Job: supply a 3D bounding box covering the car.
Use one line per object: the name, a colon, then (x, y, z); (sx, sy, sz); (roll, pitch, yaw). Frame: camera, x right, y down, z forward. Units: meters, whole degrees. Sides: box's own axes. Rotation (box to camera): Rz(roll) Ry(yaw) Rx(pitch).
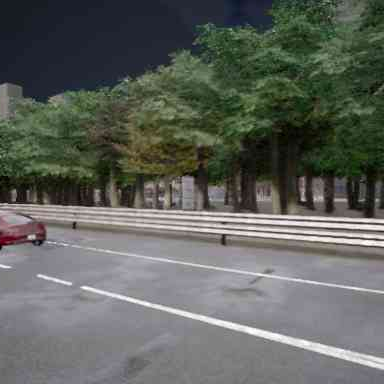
car: (-7.889, 1.531, 13.817); (4.674, 1.442, 1.812); (0, 0, 35)
